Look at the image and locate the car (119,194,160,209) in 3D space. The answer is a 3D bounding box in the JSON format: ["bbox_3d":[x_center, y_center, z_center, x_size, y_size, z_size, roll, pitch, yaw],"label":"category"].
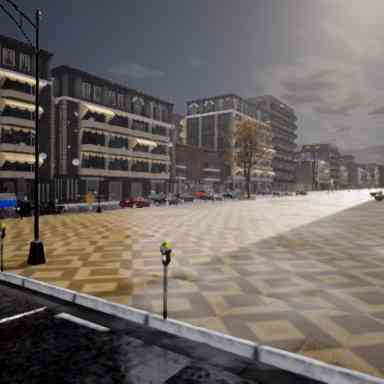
[{"bbox_3d":[-6.091,1.131,36.954,1.887,1.381,4.507,2,2,35],"label":"car"}]

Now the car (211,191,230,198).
[{"bbox_3d":[5.942,0.525,69.057,1.752,1.417,4.829,2,2,35],"label":"car"}]

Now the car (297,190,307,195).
[{"bbox_3d":[28.778,0.077,87.319,1.967,1.590,4.097,2,2,35],"label":"car"}]

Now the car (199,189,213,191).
[{"bbox_3d":[2.014,0.516,58.674,2.150,2.045,5.566,1,1,35],"label":"car"}]

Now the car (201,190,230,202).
[{"bbox_3d":[3.419,0.875,50.691,2.008,1.369,4.403,2,2,35],"label":"car"}]

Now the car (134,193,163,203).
[{"bbox_3d":[-6.641,0.909,50.882,1.947,1.339,4.313,2,2,35],"label":"car"}]

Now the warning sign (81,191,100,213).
[{"bbox_3d":[-8.813,0.850,28.884,1.300,1.860,1.060,-1,0,35],"label":"warning sign"}]

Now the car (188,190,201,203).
[{"bbox_3d":[-1.194,0.886,48.772,1.837,1.490,4.892,1,1,35],"label":"car"}]

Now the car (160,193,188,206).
[{"bbox_3d":[-2.921,1.050,41.533,2.008,1.369,4.403,2,2,35],"label":"car"}]

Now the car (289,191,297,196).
[{"bbox_3d":[22.437,0.359,78.163,2.008,1.369,4.403,2,2,35],"label":"car"}]

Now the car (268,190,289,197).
[{"bbox_3d":[19.268,0.445,73.586,2.008,1.369,4.403,2,2,35],"label":"car"}]

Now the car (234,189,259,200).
[{"bbox_3d":[9.856,0.674,59.988,1.752,1.417,4.829,2,2,35],"label":"car"}]

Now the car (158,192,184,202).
[{"bbox_3d":[-3.471,0.807,55.461,2.008,1.369,4.403,2,2,35],"label":"car"}]

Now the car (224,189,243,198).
[{"bbox_3d":[9.211,0.226,73.770,2.192,1.841,5.009,2,2,35],"label":"car"}]

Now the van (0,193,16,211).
[{"bbox_3d":[-19.317,1.035,32.561,1.690,1.788,3.998,2,2,35],"label":"van"}]

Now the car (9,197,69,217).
[{"bbox_3d":[-12.429,1.328,27.798,1.947,1.339,4.313,2,2,35],"label":"car"}]

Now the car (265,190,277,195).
[{"bbox_3d":[21.887,0.113,92.091,1.887,1.381,4.507,2,2,35],"label":"car"}]

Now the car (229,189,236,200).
[{"bbox_3d":[7.344,0.631,61.105,2.128,1.511,4.902,1,1,35],"label":"car"}]

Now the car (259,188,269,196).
[{"bbox_3d":[18.720,-0.031,87.506,2.192,1.841,5.009,2,2,35],"label":"car"}]
